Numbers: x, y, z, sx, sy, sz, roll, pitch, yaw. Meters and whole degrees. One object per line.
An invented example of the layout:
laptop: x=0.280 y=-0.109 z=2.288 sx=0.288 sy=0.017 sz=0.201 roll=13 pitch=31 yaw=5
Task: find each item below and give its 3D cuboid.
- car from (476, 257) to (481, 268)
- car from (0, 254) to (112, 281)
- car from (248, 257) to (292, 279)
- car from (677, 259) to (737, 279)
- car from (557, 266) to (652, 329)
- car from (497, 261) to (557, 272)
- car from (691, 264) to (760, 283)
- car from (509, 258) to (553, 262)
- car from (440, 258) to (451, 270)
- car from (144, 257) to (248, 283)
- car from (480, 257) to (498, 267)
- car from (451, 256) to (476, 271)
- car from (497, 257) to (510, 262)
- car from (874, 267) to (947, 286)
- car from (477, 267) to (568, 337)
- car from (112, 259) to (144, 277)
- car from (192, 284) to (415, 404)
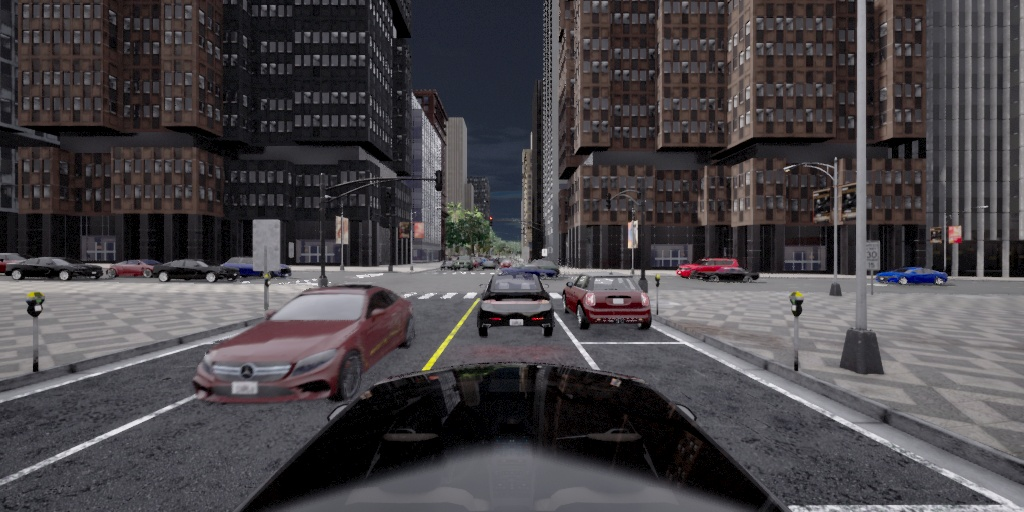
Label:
car: x=-6.665 y=1.245 z=59.370 sx=1.882 sy=1.535 sz=5.008 roll=0 pitch=0 yaw=0
car: x=-30.738 y=0.824 z=24.216 sx=5.008 sy=1.535 sz=1.882 roll=1 pitch=0 yaw=0
car: x=-19.561 y=0.852 z=27.562 sx=4.553 sy=1.767 sz=2.097 roll=1 pitch=0 yaw=0
car: x=18.951 y=1.262 z=34.597 sx=5.566 sy=2.045 sz=2.150 roll=1 pitch=0 yaw=0
car: x=2.735 y=1.189 z=11.178 sx=1.967 sy=1.591 sz=4.097 roll=0 pitch=0 yaw=0
car: x=1.281 y=1.391 z=31.196 sx=4.718 sy=1.301 sz=1.895 roll=1 pitch=0 yaw=0
car: x=18.740 y=1.642 z=31.350 sx=4.718 sy=1.301 sz=1.895 roll=1 pitch=0 yaw=0
car: x=2.285 y=1.151 z=34.453 sx=4.553 sy=1.767 sz=2.097 roll=1 pitch=0 yaw=-1
car: x=-9.280 y=1.318 z=52.482 sx=1.948 sy=1.339 sz=4.313 roll=0 pitch=0 yaw=-1
car: x=-21.271 y=0.958 z=24.297 sx=5.008 sy=1.535 sz=1.882 roll=1 pitch=0 yaw=-1
car: x=-3.458 y=1.324 z=56.147 sx=1.994 sy=1.385 sz=4.181 roll=0 pitch=0 yaw=0
car: x=-6.584 y=0.968 z=49.380 sx=2.150 sy=2.045 sz=5.566 roll=0 pitch=0 yaw=0
car: x=-0.756 y=1.192 z=52.560 sx=1.967 sy=1.591 sz=4.097 roll=0 pitch=0 yaw=-1
car: x=34.969 y=1.755 z=31.479 sx=5.008 sy=1.535 sz=1.882 roll=1 pitch=0 yaw=0
car: x=0.077 y=1.240 z=10.292 sx=2.128 sy=1.511 sz=4.902 roll=0 pitch=0 yaw=-1
car: x=-28.205 y=0.943 z=27.482 sx=4.181 sy=1.385 sz=1.994 roll=1 pitch=0 yaw=-1
car: x=-3.101 y=1.275 z=6.492 sx=1.812 sy=1.442 sz=4.674 roll=0 pitch=0 yaw=0
